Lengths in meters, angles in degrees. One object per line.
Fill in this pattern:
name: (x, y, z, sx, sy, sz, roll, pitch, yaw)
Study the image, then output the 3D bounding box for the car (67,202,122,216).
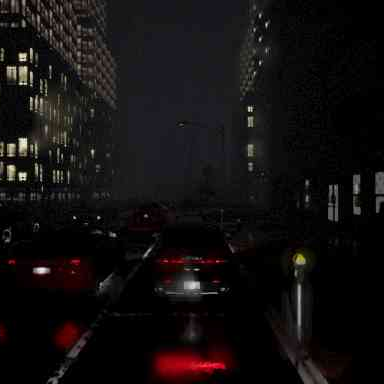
car: (-6.246, 1.596, 21.882, 1.895, 1.301, 4.718, 0, 0, 0)

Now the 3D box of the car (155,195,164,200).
car: (-8.832, 1.504, 89.799, 1.947, 1.339, 4.313, 0, 0, 0)

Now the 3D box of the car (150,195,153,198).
car: (-8.833, 1.551, 61.338, 1.802, 1.307, 4.206, 0, 0, 0)

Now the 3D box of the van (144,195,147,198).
van: (-8.832, 1.315, 55.645, 1.690, 1.788, 3.998, 0, 0, 0)

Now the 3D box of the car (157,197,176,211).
car: (-3.045, 1.585, 41.266, 1.895, 1.301, 4.718, 0, 0, 0)

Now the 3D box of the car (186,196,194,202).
car: (-0.452, 1.533, 78.399, 1.802, 1.307, 4.206, 0, 0, 0)

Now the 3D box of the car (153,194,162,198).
car: (-8.832, 1.391, 78.413, 1.967, 1.590, 4.097, 0, 0, 0)

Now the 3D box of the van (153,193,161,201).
van: (-8.831, 1.286, 84.106, 1.690, 1.788, 3.998, 0, 0, 0)

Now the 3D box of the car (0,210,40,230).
car: (-8.833, 1.563, 15.800, 1.947, 1.339, 4.313, 0, 0, 0)

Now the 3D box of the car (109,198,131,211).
car: (-8.833, 1.537, 38.569, 2.008, 1.369, 4.403, 0, 0, 0)

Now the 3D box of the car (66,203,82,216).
car: (-8.832, 1.575, 27.183, 1.802, 1.307, 4.206, 0, 0, 0)

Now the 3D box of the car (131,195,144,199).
car: (-8.833, 1.523, 49.953, 1.887, 1.381, 4.507, 0, 0, 0)

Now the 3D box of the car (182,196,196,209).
car: (-0.452, 1.548, 44.248, 1.947, 1.339, 4.313, 0, 0, 0)

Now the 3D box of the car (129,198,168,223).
car: (-3.146, 1.471, 25.128, 1.882, 1.535, 5.008, 0, 0, 0)

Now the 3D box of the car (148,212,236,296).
car: (0.000, 1.503, 8.649, 1.837, 1.490, 4.892, 0, 0, 0)

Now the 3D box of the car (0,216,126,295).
car: (-3.046, 1.563, 8.744, 1.994, 1.385, 4.181, 0, 0, 0)
